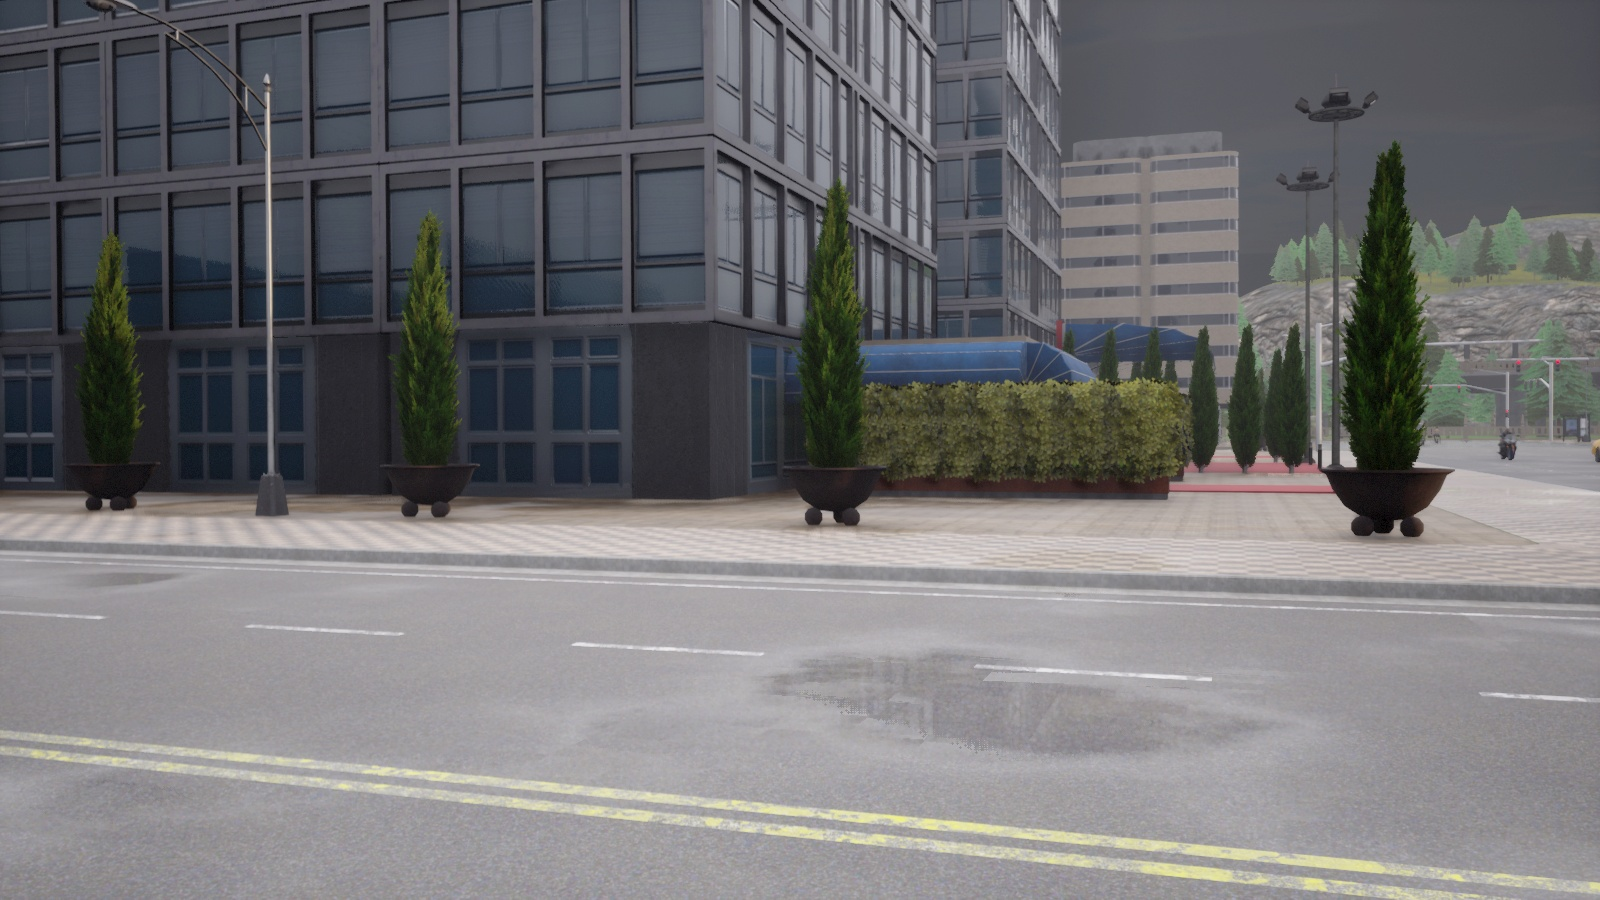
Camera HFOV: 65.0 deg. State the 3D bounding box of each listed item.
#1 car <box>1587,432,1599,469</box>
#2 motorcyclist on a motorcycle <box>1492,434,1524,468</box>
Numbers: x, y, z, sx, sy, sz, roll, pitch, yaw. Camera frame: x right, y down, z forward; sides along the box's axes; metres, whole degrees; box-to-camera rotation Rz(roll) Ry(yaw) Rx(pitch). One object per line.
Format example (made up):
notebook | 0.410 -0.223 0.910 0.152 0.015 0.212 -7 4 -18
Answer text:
car | 34.918 0.031 52.829 1.801 1.575 5.366 0 1 18
motorcyclist on a motorcycle | 33.298 0.025 59.096 0.866 1.530 2.191 0 1 18
